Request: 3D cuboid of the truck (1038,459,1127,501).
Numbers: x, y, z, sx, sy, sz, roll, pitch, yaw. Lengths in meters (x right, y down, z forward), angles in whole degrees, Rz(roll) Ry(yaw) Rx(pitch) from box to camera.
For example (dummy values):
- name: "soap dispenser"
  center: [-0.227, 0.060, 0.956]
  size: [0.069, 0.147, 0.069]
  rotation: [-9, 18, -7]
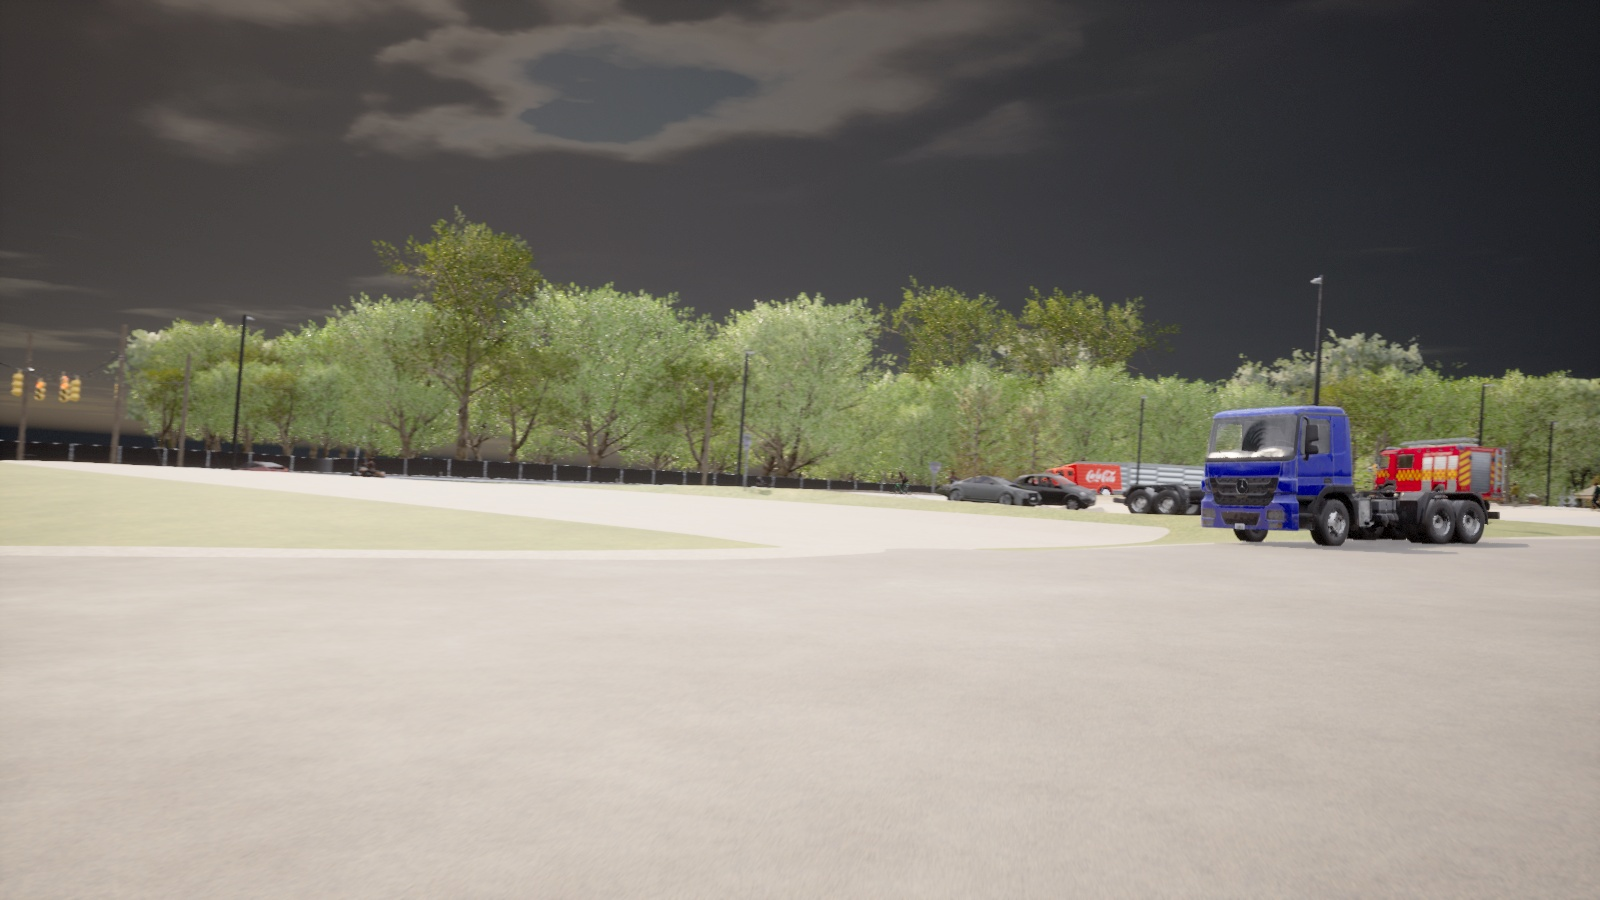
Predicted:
- name: "truck"
  center: [19.025, 2.074, 84.695]
  size: [5.204, 2.467, 2.627]
  rotation: [2, -7, -18]

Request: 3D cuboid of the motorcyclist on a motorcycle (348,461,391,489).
- name: "motorcyclist on a motorcycle"
  center: [-25.332, 1.460, 73.900]
  size: [2.350, 1.649, 0.766]
  rotation: [0, -2, 15]

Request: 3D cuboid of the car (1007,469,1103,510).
- name: "car"
  center: [11.818, 1.804, 58.256]
  size: [3.988, 1.617, 1.851]
  rotation: [1, 3, 31]

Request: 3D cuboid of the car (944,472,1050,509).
- name: "car"
  center: [8.686, 1.787, 55.585]
  size: [4.181, 1.385, 1.994]
  rotation: [2, -2, 42]

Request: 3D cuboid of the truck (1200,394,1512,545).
- name: "truck"
  center: [14.204, 0.533, 31.963]
  size: [7.936, 3.462, 2.891]
  rotation: [1, -2, -27]

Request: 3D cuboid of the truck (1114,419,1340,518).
- name: "truck"
  center: [16.707, 0.863, 49.658]
  size: [7.936, 3.462, 2.891]
  rotation: [-4, -7, 44]

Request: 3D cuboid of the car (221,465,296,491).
- name: "car"
  center: [-33.495, 1.733, 77.668]
  size: [4.514, 1.525, 2.007]
  rotation: [-1, -3, 32]

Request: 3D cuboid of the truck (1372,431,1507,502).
- name: "truck"
  center: [37.925, 1.110, 74.934]
  size: [2.891, 3.827, 8.468]
  rotation: [3, -3, -6]
